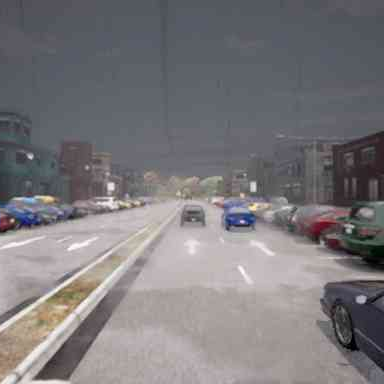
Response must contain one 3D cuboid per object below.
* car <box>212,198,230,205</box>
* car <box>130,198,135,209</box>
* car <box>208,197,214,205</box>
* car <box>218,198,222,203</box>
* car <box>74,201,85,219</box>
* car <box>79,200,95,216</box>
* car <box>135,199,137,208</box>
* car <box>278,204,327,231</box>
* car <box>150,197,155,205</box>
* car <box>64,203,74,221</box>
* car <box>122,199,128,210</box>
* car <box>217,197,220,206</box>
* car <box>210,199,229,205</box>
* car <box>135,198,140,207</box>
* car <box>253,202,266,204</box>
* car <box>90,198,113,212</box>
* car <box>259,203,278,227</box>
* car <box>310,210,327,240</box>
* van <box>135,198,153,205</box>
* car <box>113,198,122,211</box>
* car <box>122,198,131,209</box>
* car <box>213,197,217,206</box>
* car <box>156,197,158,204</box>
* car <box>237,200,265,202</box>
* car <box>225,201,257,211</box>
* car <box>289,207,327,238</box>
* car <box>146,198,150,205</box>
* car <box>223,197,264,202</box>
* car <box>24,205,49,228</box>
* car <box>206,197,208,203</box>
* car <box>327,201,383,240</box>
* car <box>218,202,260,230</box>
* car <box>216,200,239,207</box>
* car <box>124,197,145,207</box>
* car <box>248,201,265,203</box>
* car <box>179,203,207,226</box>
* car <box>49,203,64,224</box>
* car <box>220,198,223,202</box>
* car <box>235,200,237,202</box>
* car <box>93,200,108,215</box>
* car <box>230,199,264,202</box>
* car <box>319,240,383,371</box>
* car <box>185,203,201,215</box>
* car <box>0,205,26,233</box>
[{"bbox_3d":[7.552,2.589,87.669,4.553,1.767,2.185,0,-1,0],"label":"car"},{"bbox_3d":[-12.874,2.179,55.609,5.366,1.575,1.946,0,-1,0],"label":"car"},{"bbox_3d":[7.555,2.425,85.036,5.566,2.045,2.435,0,-1,0],"label":"car"},{"bbox_3d":[7.577,2.315,60.345,4.674,1.452,2.002,0,-1,0],"label":"car"},{"bbox_3d":[-12.761,1.848,30.474,4.792,1.488,2.163,0,-1,0],"label":"car"},{"bbox_3d":[-12.734,1.856,33.254,4.892,1.521,2.231,0,-1,0],"label":"car"},{"bbox_3d":[-12.713,2.256,58.386,4.792,1.488,2.163,0,-1,0],"label":"car"},{"bbox_3d":[7.605,1.544,18.859,4.553,1.767,2.185,0,-1,0],"label":"car"},{"bbox_3d":[-12.700,2.658,86.171,4.892,1.521,2.231,0,-1,0],"label":"car"},{"bbox_3d":[-12.735,1.823,27.695,4.674,1.452,2.002,0,-1,0],"label":"car"},{"bbox_3d":[-12.669,2.124,50.051,4.792,1.488,2.163,0,-1,0],"label":"car"},{"bbox_3d":[7.543,2.195,62.975,4.553,1.767,2.185,0,-1,0],"label":"car"},{"bbox_3d":[7.510,2.754,90.424,5.008,1.535,2.097,0,-1,0],"label":"car"},{"bbox_3d":[-12.685,2.269,61.041,5.008,1.535,2.097,0,-1,0],"label":"car"},{"bbox_3d":[7.606,1.797,27.129,4.792,1.488,2.163,0,-1,0],"label":"car"},{"bbox_3d":[-12.745,1.846,41.682,4.553,1.767,2.185,0,-1,0],"label":"car"},{"bbox_3d":[7.633,1.775,24.408,4.674,1.452,2.002,0,-1,0],"label":"car"},{"bbox_3d":[7.608,1.639,13.345,4.792,1.488,2.163,0,-1,0],"label":"car"},{"bbox_3d":[-12.827,2.473,88.953,4.442,1.987,1.878,0,-1,0],"label":"van"},{"bbox_3d":[-12.736,1.760,44.496,5.566,2.045,2.435,0,-1,0],"label":"car"},{"bbox_3d":[-12.664,2.168,52.829,4.792,1.488,2.163,0,-1,0],"label":"car"},{"bbox_3d":[7.540,2.116,65.734,5.566,2.045,2.435,0,-1,0],"label":"car"},{"bbox_3d":[-12.720,2.821,94.508,4.674,1.452,2.002,0,-1,0],"label":"car"},{"bbox_3d":[7.449,1.837,32.642,5.366,1.575,1.946,0,-1,0],"label":"car"},{"bbox_3d":[7.600,2.170,51.943,4.674,1.452,2.002,0,-1,0],"label":"car"},{"bbox_3d":[7.632,1.639,16.101,5.008,1.535,2.097,0,-1,0],"label":"car"},{"bbox_3d":[-12.659,2.194,72.278,5.566,2.045,2.435,0,-1,0],"label":"car"},{"bbox_3d":[7.581,1.790,46.435,5.566,2.045,2.435,0,-1,0],"label":"car"},{"bbox_3d":[-12.741,1.716,22.263,5.008,1.535,2.097,0,-1,0],"label":"car"},{"bbox_3d":[7.538,2.544,93.310,5.566,2.045,2.435,0,-1,0],"label":"car"},{"bbox_3d":[7.666,1.331,10.589,5.566,2.045,2.435,0,-1,0],"label":"car"},{"bbox_3d":[3.095,1.714,22.924,1.882,1.535,5.008,0,-1,0],"label":"car"},{"bbox_3d":[7.527,2.490,71.245,4.792,1.488,2.163,0,-1,0],"label":"car"},{"bbox_3d":[-12.685,2.358,66.716,5.008,1.535,2.097,0,-1,0],"label":"car"},{"bbox_3d":[7.605,1.833,29.884,4.792,1.488,2.163,0,-1,0],"label":"car"},{"bbox_3d":[0.095,1.775,25.871,1.837,1.490,4.892,0,-1,0],"label":"car"},{"bbox_3d":[-12.748,1.751,25.042,4.892,1.521,2.231,0,-1,0],"label":"car"},{"bbox_3d":[7.586,2.177,54.701,5.008,1.535,2.097,0,-1,0],"label":"car"},{"bbox_3d":[7.656,1.946,38.161,4.792,1.488,2.163,0,-1,0],"label":"car"},{"bbox_3d":[-12.715,1.970,38.809,4.674,1.452,2.002,0,-1,0],"label":"car"},{"bbox_3d":[7.806,1.954,40.919,5.366,1.575,1.946,0,-1,0],"label":"car"},{"bbox_3d":[3.099,1.579,3.243,2.033,1.411,5.357,0,-1,0],"label":"car"},{"bbox_3d":[0.078,2.093,41.913,1.895,1.301,4.718,0,-1,0],"label":"car"},{"bbox_3d":[-12.781,1.711,19.358,4.792,1.488,2.163,0,-1,0],"label":"car"}]
